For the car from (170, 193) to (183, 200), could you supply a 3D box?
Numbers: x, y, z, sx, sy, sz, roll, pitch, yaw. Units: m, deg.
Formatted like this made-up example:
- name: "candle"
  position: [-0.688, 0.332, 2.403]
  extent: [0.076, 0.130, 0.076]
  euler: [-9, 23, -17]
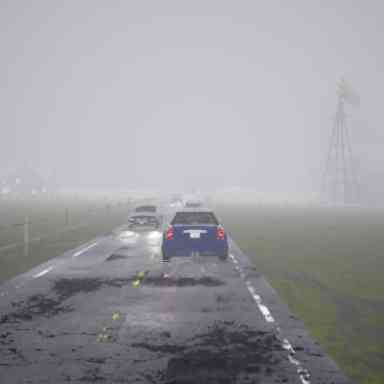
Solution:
- name: "car"
  position: [-2.790, 1.180, 61.520]
  extent: [2.150, 2.045, 5.566]
  euler: [0, 0, 1]

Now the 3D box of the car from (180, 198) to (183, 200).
- name: "car"
  position: [0.095, 1.476, 29.450]
  extent: [1.837, 1.490, 4.892]
  euler: [0, 0, 0]

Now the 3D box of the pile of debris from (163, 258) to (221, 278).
- name: "pile of debris"
  position: [-0.002, 2.165, 9.595]
  extent: [1.500, 0.140, 1.860]
  euler: [0, 0, 0]

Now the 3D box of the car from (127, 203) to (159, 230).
- name: "car"
  position: [-2.853, 1.483, 21.241]
  extent: [1.837, 1.490, 4.892]
  euler: [0, 0, 0]

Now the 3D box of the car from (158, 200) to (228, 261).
- name: "car"
  position: [0.095, 1.340, 12.290]
  extent: [2.097, 1.767, 4.553]
  euler: [0, 0, 0]
